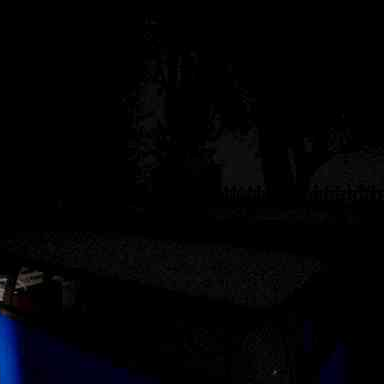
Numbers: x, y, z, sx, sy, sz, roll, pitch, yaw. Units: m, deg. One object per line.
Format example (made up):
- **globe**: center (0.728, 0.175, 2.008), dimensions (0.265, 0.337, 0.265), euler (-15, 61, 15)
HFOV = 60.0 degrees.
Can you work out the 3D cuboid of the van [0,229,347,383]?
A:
- **van**: center (-0.657, 1.341, 3.180), dimensions (3.998, 1.788, 1.690), euler (0, 0, 35)
